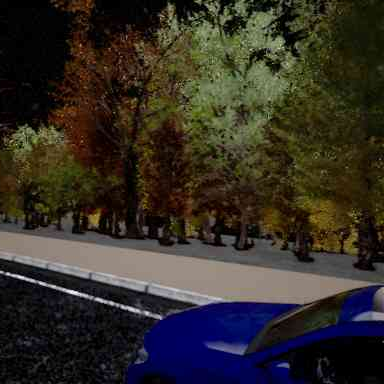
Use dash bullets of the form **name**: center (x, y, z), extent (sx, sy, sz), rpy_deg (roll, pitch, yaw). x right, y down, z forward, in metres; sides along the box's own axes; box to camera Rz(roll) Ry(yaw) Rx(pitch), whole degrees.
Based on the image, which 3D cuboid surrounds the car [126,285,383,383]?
- **car**: center (1.551, 1.526, 2.578), extent (4.674, 1.442, 1.812), rpy_deg (0, 0, 36)
